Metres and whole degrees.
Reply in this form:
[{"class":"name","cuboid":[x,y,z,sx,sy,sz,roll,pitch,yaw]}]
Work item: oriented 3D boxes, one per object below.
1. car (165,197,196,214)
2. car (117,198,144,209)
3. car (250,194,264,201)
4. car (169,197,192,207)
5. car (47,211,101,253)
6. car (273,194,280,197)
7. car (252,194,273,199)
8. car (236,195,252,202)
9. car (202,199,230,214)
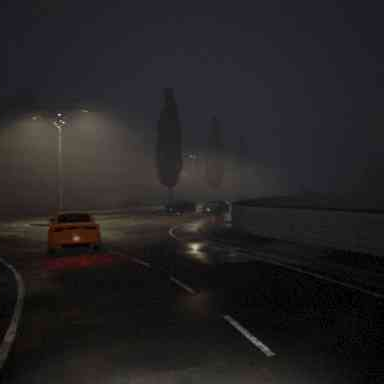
[{"class":"car","cuboid":[-1.107,1.506,35.081,2.128,1.511,4.902,-1,0,23]},{"class":"car","cuboid":[-8.663,1.612,47.086,2.128,1.511,4.902,-1,0,24]},{"class":"car","cuboid":[13.512,1.123,69.099,1.994,1.385,4.181,-1,0,23]},{"class":"car","cuboid":[-1.835,1.530,53.923,1.837,1.490,4.892,-1,0,24]},{"class":"car","cuboid":[-5.146,1.550,14.369,1.882,1.535,5.008,-1,0,-22]},{"class":"car","cuboid":[16.723,1.078,67.706,1.994,1.385,4.181,-1,0,23]},{"class":"car","cuboid":[12.122,1.352,56.947,1.812,1.442,4.674,-1,0,24]},{"class":"car","cuboid":[9.341,1.344,59.222,1.882,1.535,5.008,-1,0,23]},{"class":"car","cuboid":[2.518,1.489,34.684,1.812,1.442,4.674,-1,0,23]}]
